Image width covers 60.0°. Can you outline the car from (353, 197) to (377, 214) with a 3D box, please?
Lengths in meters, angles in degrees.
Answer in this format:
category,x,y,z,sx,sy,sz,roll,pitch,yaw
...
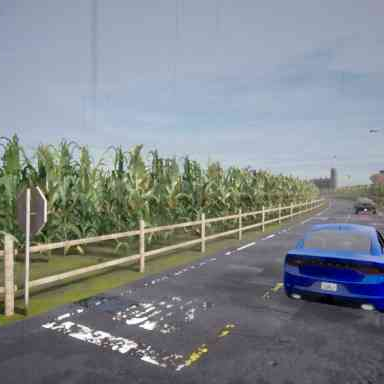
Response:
category,x,y,z,sx,sy,sz,roll,pitch,yaw
car,18.307,1.508,35.154,1.837,1.490,4.892,0,0,27

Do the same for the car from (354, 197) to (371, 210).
category,x,y,z,sx,sy,sz,roll,pitch,yaw
car,22.673,1.505,44.343,1.837,1.490,4.892,0,0,24

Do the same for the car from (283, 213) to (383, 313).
category,x,y,z,sx,sy,sz,roll,pitch,yaw
car,3.614,1.479,7.875,1.882,1.535,5.008,0,0,30
